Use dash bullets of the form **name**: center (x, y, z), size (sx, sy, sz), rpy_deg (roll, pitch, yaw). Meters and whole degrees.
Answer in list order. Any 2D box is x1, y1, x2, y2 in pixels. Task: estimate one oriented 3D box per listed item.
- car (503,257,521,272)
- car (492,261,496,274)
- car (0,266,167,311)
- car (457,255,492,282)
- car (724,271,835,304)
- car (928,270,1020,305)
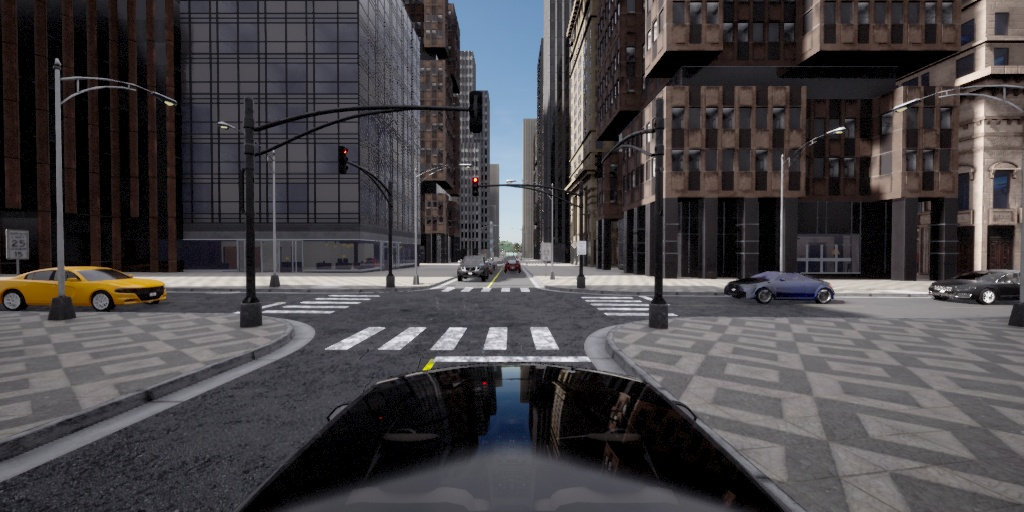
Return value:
- **car**: center (0.085, 1.199, 44.434), size (1.882, 1.535, 5.008), rpy_deg (0, 0, 0)
- **car**: center (-3.103, 1.290, 39.552), size (1.994, 1.385, 4.181), rpy_deg (0, 0, 0)
- **car**: center (-15.801, 1.130, 13.297), size (5.008, 1.535, 1.882), rpy_deg (0, 1, 0)
- **car**: center (-3.108, 0.957, 29.526), size (2.150, 2.045, 5.566), rpy_deg (0, 0, 0)
- **car**: center (12.230, 1.389, 16.558), size (4.181, 1.385, 1.994), rpy_deg (0, 1, 0)
- **car**: center (22.312, 1.405, 16.578), size (4.892, 1.490, 1.837), rpy_deg (0, 1, 0)
